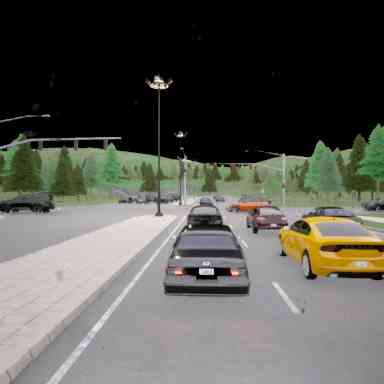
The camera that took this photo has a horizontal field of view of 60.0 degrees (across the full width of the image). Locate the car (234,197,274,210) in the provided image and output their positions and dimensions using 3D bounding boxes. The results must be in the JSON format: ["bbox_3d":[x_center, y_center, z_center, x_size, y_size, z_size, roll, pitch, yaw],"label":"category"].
[{"bbox_3d":[8.420,1.472,45.071,5.008,1.535,1.882,0,1,37],"label":"car"}]

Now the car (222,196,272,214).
[{"bbox_3d":[5.820,1.347,35.224,4.553,1.767,2.097,0,0,0],"label":"car"}]

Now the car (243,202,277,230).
[{"bbox_3d":[4.263,1.523,19.192,1.812,1.442,4.674,0,0,3],"label":"car"}]

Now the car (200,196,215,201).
[{"bbox_3d":[2.379,1.557,57.101,1.994,1.385,4.181,0,0,2],"label":"car"}]

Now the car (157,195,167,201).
[{"bbox_3d":[-8.002,1.513,89.361,2.128,1.511,4.902,0,0,2],"label":"car"}]

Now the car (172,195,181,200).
[{"bbox_3d":[-4.341,1.522,93.011,2.033,1.411,5.357,0,0,3],"label":"car"}]

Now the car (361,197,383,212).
[{"bbox_3d":[22.318,1.347,38.342,4.553,1.767,2.097,0,0,3],"label":"car"}]

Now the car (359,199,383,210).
[{"bbox_3d":[23.868,1.595,41.766,4.718,1.301,1.895,0,0,3],"label":"car"}]

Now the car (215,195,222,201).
[{"bbox_3d":[6.568,1.543,78.265,1.994,1.385,4.181,0,0,2],"label":"car"}]

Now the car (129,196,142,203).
[{"bbox_3d":[-12.195,1.515,72.034,1.812,1.442,4.674,0,0,2],"label":"car"}]

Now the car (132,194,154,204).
[{"bbox_3d":[-9.140,1.484,62.272,2.128,1.511,4.902,0,0,3],"label":"car"}]

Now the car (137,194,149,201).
[{"bbox_3d":[-11.843,1.345,80.891,2.097,1.767,4.553,0,0,2],"label":"car"}]

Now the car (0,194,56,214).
[{"bbox_3d":[-17.343,1.217,35.108,5.566,2.045,2.150,0,0,2],"label":"car"}]

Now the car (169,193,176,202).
[{"bbox_3d":[-5.178,1.346,72.316,2.097,1.767,4.553,0,0,2],"label":"car"}]

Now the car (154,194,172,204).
[{"bbox_3d":[-5.580,1.593,63.382,1.895,1.301,4.718,0,0,3],"label":"car"}]

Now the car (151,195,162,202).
[{"bbox_3d":[-8.406,1.543,79.235,1.994,1.385,4.181,0,0,2],"label":"car"}]

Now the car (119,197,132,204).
[{"bbox_3d":[-12.578,1.556,63.414,1.994,1.385,4.181,0,0,3],"label":"car"}]

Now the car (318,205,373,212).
[{"bbox_3d":[7.749,1.545,18.808,2.033,1.411,5.357,0,0,3],"label":"car"}]

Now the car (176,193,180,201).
[{"bbox_3d":[-4.770,1.215,82.608,2.150,2.045,5.566,0,0,2],"label":"car"}]

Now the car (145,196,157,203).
[{"bbox_3d":[-8.728,1.544,71.123,1.994,1.385,4.181,0,0,2],"label":"car"}]

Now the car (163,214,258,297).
[{"bbox_3d":[0.379,1.546,8.766,2.033,1.411,5.357,0,0,2],"label":"car"}]

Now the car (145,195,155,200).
[{"bbox_3d":[-11.433,1.528,91.125,2.033,1.411,5.357,0,0,2],"label":"car"}]

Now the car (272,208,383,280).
[{"bbox_3d":[3.934,1.476,9.973,1.882,1.535,5.008,0,0,3],"label":"car"}]

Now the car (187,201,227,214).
[{"bbox_3d":[0.729,1.475,18.586,1.882,1.535,5.008,0,0,3],"label":"car"}]
